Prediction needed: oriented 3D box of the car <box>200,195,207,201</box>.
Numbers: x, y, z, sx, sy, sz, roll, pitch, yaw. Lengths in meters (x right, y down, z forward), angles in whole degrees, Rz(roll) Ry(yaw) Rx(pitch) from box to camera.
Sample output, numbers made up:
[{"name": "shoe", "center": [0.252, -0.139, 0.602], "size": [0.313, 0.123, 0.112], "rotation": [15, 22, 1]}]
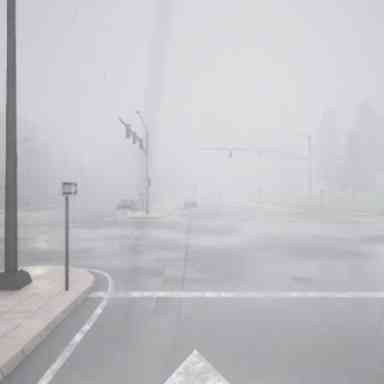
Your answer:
[{"name": "car", "center": [2.690, 1.557, 86.079], "size": [1.812, 1.442, 4.674], "rotation": [0, 0, -1]}]

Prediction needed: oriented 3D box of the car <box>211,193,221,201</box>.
[{"name": "car", "center": [6.190, 1.258, 86.089], "size": [2.150, 2.045, 5.566], "rotation": [0, 0, -1]}]

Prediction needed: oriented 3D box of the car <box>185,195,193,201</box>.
[{"name": "car", "center": [-0.809, 1.533, 86.016], "size": [1.837, 1.490, 4.892], "rotation": [0, 0, -1]}]

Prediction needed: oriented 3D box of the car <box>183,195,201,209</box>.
[{"name": "car", "center": [-0.154, 1.543, 44.973], "size": [1.812, 1.442, 4.674], "rotation": [0, 0, -1]}]

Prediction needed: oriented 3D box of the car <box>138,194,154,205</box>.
[{"name": "car", "center": [-8.420, 1.244, 57.432], "size": [2.150, 2.045, 5.566], "rotation": [0, 0, 0]}]

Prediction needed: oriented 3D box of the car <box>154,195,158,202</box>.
[{"name": "car", "center": [-8.603, 1.383, 73.053], "size": [2.097, 1.767, 4.553], "rotation": [0, 0, -1]}]

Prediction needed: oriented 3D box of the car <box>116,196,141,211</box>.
[{"name": "car", "center": [-8.213, 1.563, 42.188], "size": [2.033, 1.411, 5.357], "rotation": [0, 0, -1]}]
